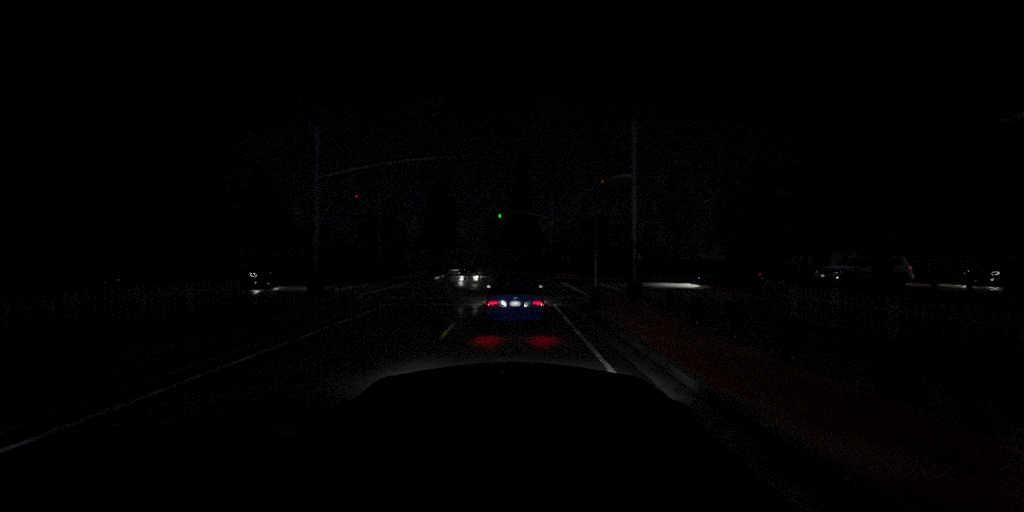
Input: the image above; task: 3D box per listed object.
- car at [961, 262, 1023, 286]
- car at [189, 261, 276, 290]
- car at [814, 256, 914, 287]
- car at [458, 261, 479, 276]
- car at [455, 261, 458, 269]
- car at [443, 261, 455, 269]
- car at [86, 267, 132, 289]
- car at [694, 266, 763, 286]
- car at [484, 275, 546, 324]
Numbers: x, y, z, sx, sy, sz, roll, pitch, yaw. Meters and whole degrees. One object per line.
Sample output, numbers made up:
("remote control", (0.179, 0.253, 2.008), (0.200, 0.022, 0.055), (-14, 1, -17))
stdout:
("car", (34.543, 1.175, 24.953), (4.553, 1.767, 2.097), (0, 0, 2))
("car", (-17.701, 1.167, 22.837), (4.553, 1.767, 2.097), (0, 0, 2))
("car", (24.698, 1.046, 25.268), (5.566, 2.045, 2.150), (0, 0, 2))
("car", (-4.750, 1.367, 40.076), (1.837, 1.490, 4.892), (0, 0, -6))
("car", (-6.281, 1.446, 49.734), (2.033, 1.411, 5.357), (0, 0, -14))
("car", (-9.660, 1.484, 59.769), (2.033, 1.411, 5.357), (0, 0, -23))
("car", (-27.301, 1.380, 23.124), (4.181, 1.385, 1.994), (0, 0, 2))
("car", (15.333, 1.389, 25.552), (4.181, 1.385, 1.994), (0, 0, 2))
("car", (0.089, 1.337, 12.126), (2.033, 1.411, 5.357), (0, 0, 0))
